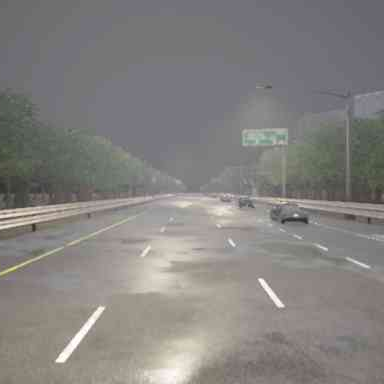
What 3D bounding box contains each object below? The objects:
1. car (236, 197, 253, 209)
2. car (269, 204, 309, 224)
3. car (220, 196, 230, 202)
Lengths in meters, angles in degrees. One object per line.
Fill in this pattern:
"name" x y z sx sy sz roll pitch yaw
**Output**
"car" 7.101 1.474 45.087 1.837 1.490 4.892 0 0 0
"car" 7.031 1.559 24.490 1.994 1.385 4.181 0 0 0
"car" 7.207 1.489 72.911 1.994 1.385 4.181 0 0 0
